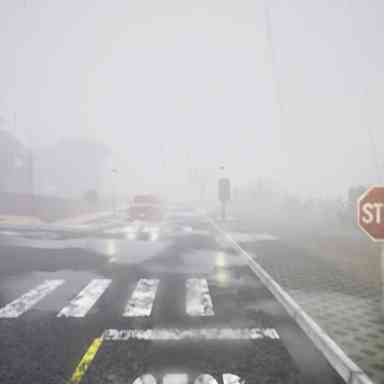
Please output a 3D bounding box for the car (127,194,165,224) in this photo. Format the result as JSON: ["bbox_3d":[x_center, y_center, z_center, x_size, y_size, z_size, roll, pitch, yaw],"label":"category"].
[{"bbox_3d":[-3.393,1.181,24.820,2.150,2.045,5.566,0,0,-2],"label":"car"}]

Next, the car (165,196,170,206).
[{"bbox_3d":[-4.351,1.352,49.634,1.837,1.490,4.892,0,1,-2],"label":"car"}]
